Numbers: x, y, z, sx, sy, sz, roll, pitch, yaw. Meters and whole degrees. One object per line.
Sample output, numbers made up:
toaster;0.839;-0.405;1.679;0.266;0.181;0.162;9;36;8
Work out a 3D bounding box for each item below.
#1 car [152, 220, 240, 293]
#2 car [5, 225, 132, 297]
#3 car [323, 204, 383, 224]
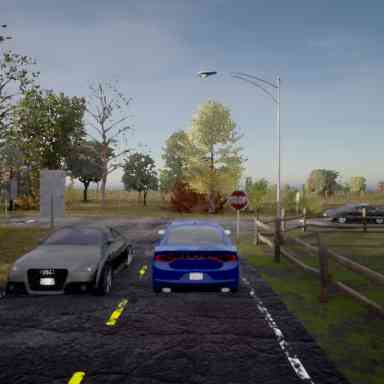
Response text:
car;0.072;1.478;8.920;1.882;1.535;5.008;0;0;0
car;-2.817;1.564;8.509;1.994;1.385;4.181;0;0;1
car;12.831;1.686;26.127;4.892;1.490;1.837;1;1;-1
